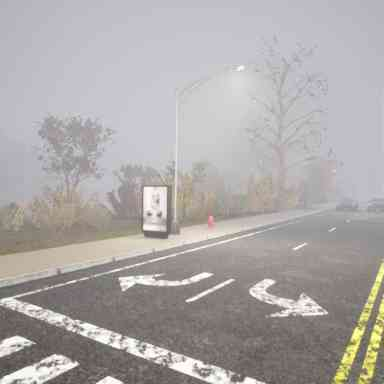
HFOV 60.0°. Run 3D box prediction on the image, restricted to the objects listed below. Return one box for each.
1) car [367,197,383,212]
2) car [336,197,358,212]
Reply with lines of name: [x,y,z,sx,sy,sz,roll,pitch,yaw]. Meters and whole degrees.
car: [21.404,1.393,38.192,2.097,1.767,4.553,0,0,30]
car: [18.596,1.390,39.829,2.097,1.767,4.553,0,0,30]
